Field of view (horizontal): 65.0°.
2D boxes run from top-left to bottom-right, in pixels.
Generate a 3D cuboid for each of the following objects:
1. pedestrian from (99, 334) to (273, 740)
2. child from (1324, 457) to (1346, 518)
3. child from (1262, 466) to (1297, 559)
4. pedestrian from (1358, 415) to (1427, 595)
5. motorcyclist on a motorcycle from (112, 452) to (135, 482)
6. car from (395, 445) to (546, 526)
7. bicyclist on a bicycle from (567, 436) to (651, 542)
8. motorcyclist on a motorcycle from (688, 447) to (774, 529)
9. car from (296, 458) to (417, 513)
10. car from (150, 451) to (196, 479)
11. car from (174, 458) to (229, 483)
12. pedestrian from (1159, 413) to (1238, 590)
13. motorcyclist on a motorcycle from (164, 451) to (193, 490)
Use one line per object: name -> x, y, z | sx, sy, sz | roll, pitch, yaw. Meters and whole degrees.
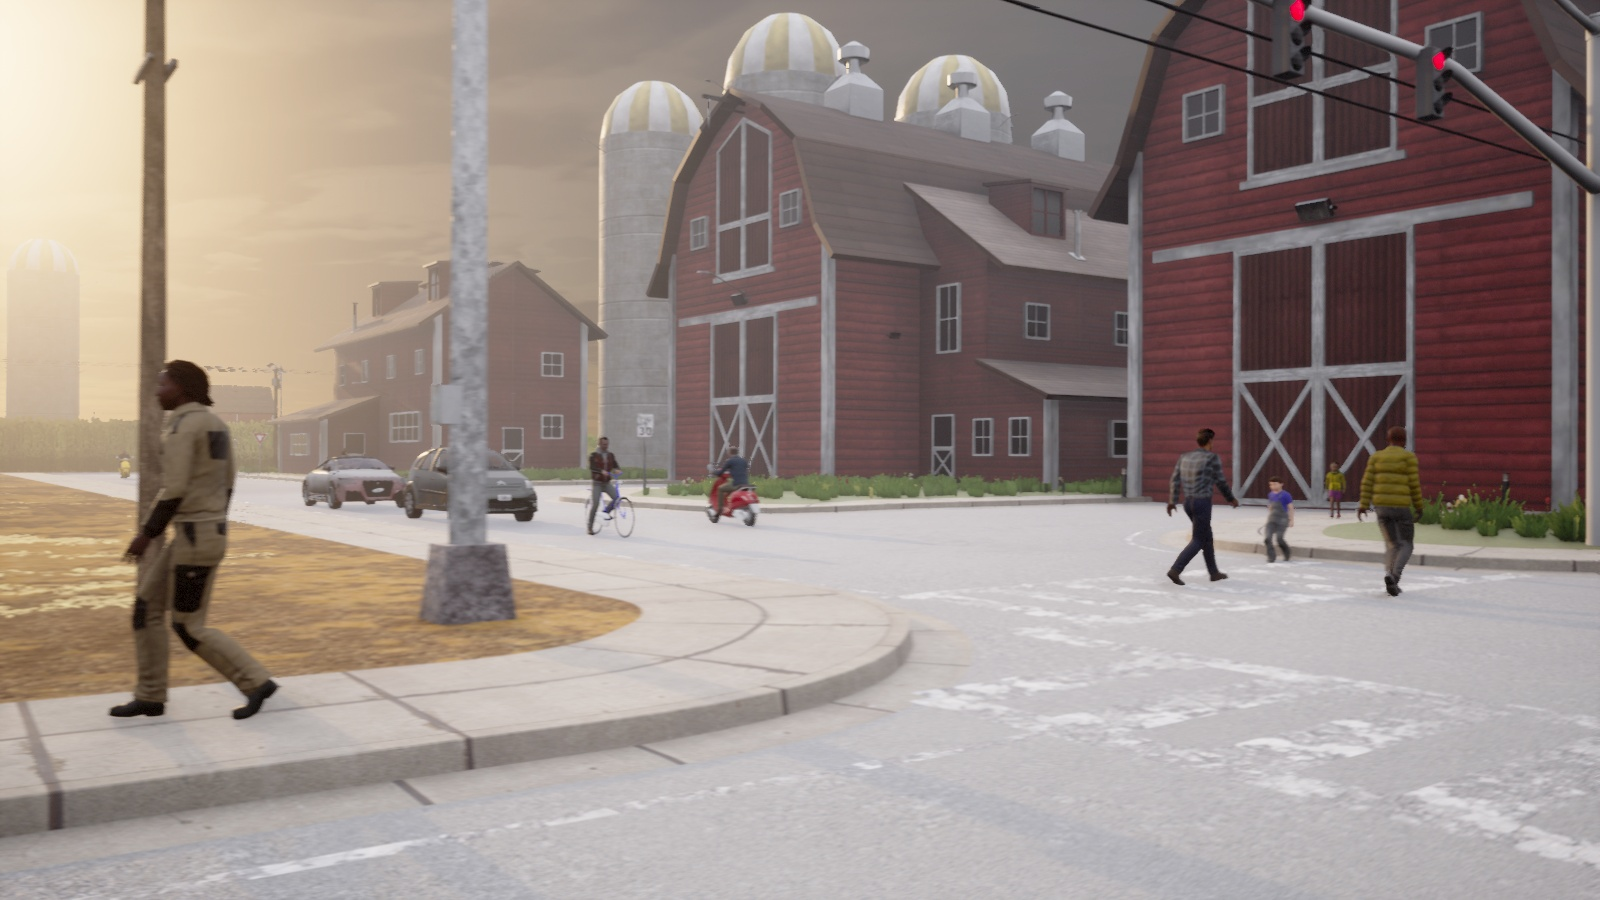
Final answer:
pedestrian -> -3.024, 0.414, 6.220 | 0.692, 1.930, 0.396 | 0, 0, -10
child -> 10.279, 0.711, 24.135 | 0.299, 1.160, 0.473 | 0, 0, 34
child -> 6.625, 0.855, 17.343 | 0.437, 1.263, 0.270 | 0, 0, -38
pedestrian -> 6.219, 0.561, 13.183 | 0.726, 1.835, 0.370 | 0, 0, -39
motorcyclist on a motorcycle -> -36.537, 0.930, 67.848 | 0.866, 1.590, 1.817 | 0, 0, -36
car -> -7.232, 0.715, 27.333 | 1.851, 1.617, 3.988 | 0, 0, -36
bicyclist on a bicycle -> -3.354, 0.659, 21.967 | 0.659, 1.776, 1.843 | -1, 0, -36
motorcyclist on a motorcycle -> -1.397, 0.734, 25.237 | 0.866, 1.590, 1.817 | 0, 0, -36
car -> -12.076, 0.907, 34.038 | 1.994, 1.385, 4.181 | 0, 0, -36
car -> -37.704, 0.902, 75.438 | 1.851, 1.617, 3.988 | 0, 0, -36
car -> -32.618, 1.076, 68.403 | 1.895, 1.301, 4.718 | 0, 0, -36
pedestrian -> 4.508, 0.566, 14.200 | 0.788, 1.949, 0.423 | 0, 0, -28
motorcyclist on a motorcycle -> -27.174, 0.876, 54.906 | 0.766, 1.649, 2.350 | 0, 0, -36
